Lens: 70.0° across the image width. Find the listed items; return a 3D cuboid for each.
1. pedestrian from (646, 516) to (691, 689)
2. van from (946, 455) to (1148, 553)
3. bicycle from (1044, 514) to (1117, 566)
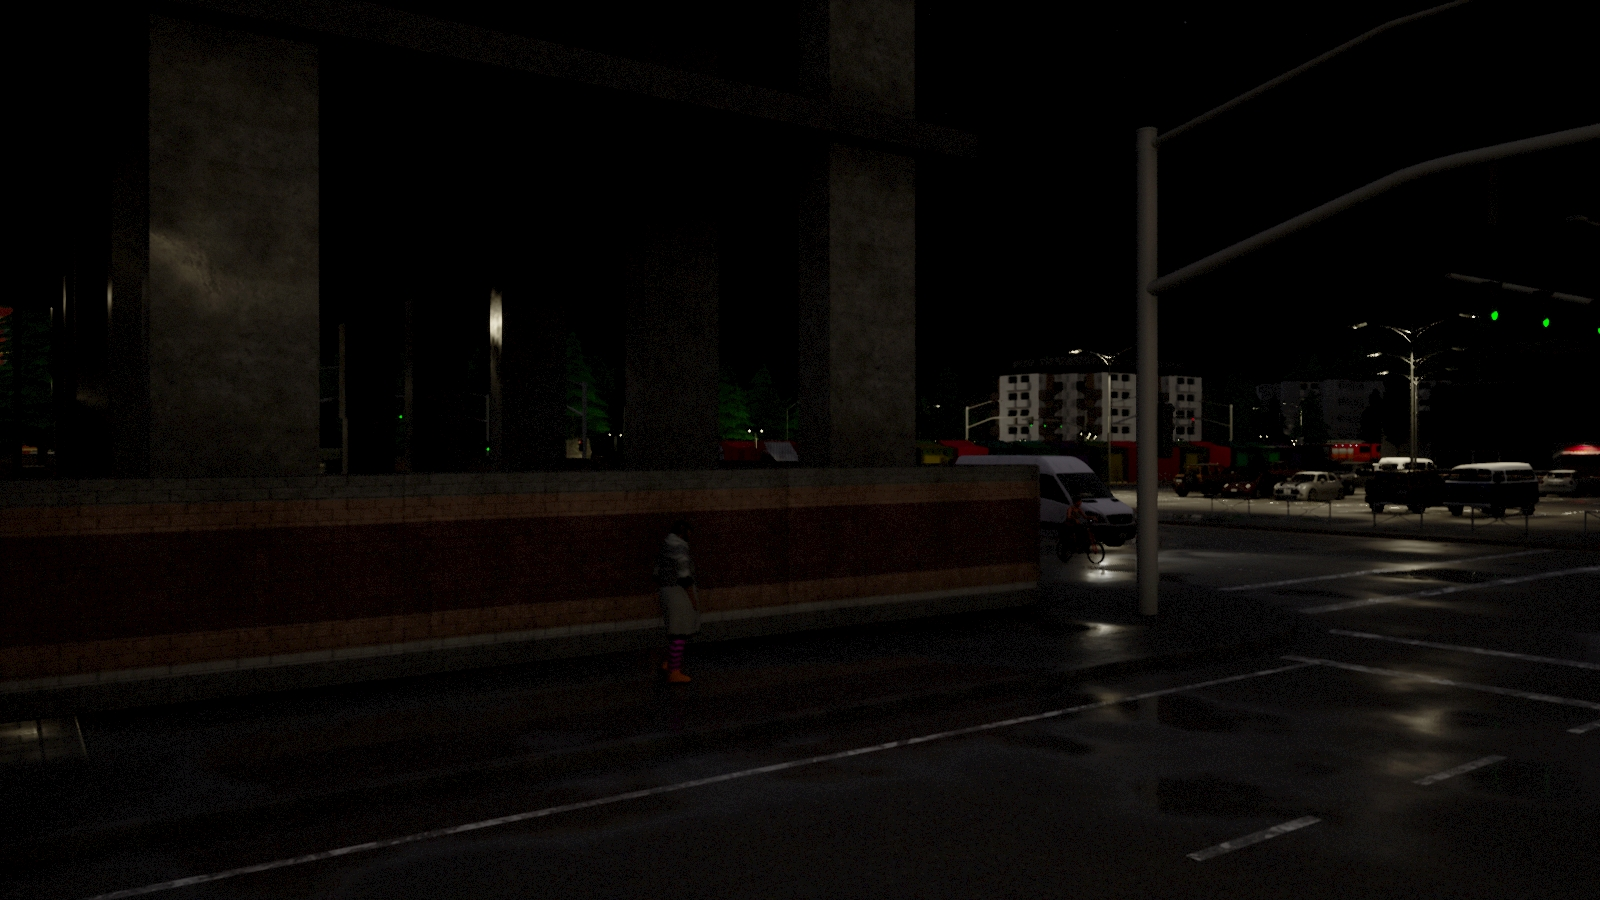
[{"bbox_3d":[-1.466,1.683,12.748,0.375,1.860,0.375,0,0,-32],"label":"pedestrian"},{"bbox_3d":[6.982,1.431,33.055,1.988,2.561,5.915,0,0,-35],"label":"van"},{"bbox_3d":[6.706,2.136,27.364,0.859,1.126,1.487,0,0,-35],"label":"bicycle"}]
